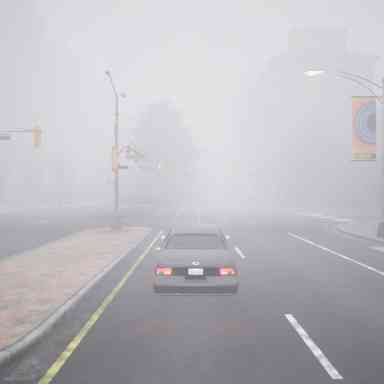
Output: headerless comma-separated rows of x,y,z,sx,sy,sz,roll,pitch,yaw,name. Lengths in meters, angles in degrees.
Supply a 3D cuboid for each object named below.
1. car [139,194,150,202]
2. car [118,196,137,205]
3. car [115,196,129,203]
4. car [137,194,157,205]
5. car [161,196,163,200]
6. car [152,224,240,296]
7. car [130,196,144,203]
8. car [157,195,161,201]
-11.379,1.355,79.562,2.097,1.767,4.553,0,0,0,car
-11.478,1.491,59.629,2.128,1.511,4.902,0,0,0,car
-14.644,1.595,69.433,1.895,1.301,4.718,0,0,0,car
-7.983,1.564,58.944,1.994,1.385,4.181,0,0,1,car
-7.882,1.500,77.791,1.837,1.490,4.892,0,0,0,car
0.087,1.547,8.782,2.033,1.411,5.357,0,0,0,car
-11.395,1.525,69.551,2.128,1.511,4.902,0,0,0,car
-7.916,1.526,67.462,1.812,1.442,4.674,0,0,1,car
